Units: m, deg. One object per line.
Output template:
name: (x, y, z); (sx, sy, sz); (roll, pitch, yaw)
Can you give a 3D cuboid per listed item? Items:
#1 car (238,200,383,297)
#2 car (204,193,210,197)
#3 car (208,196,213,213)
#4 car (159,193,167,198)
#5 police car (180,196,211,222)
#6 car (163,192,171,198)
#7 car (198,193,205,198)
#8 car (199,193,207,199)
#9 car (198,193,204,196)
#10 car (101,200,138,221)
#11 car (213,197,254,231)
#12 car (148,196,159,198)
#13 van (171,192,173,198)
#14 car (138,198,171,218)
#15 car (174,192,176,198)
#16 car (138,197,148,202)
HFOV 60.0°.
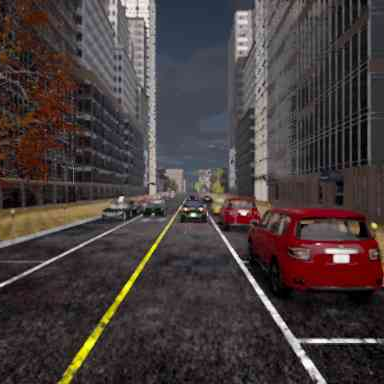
car: (2.696, 1.273, 8.392); (2.192, 1.841, 5.009); (0, 0, 0)
car: (2.702, 1.243, 59.622); (1.947, 1.339, 4.313); (0, 0, 0)
car: (2.698, 1.363, 31.331); (1.752, 1.417, 4.829); (0, 0, 0)
car: (-5.680, 1.261, 53.943); (2.008, 1.369, 4.403); (0, 0, 0)
police car: (0.103, 1.379, 25.417); (2.038, 1.542, 4.974); (0, 1, 0)
car: (-5.678, 1.188, 65.328); (1.887, 1.381, 4.507); (0, 0, 0)
car: (2.707, 1.052, 93.773); (1.802, 1.307, 4.206); (0, 0, 0)
car: (2.706, 0.981, 82.387); (1.967, 1.590, 4.097); (0, 0, 0)
car: (0.107, 1.213, 41.341); (2.033, 1.649, 4.856); (0, 1, 0)
car: (-5.683, 1.420, 25.482); (2.008, 1.369, 4.403); (0, 0, 0)
car: (2.698, 1.214, 19.776); (2.192, 1.841, 5.009); (0, 0, 0)
car: (-5.681, 1.357, 42.558); (1.802, 1.307, 4.206); (0, 0, 0)
van: (-5.676, 0.951, 71.019); (1.690, 1.788, 3.998); (0, 0, 0)
car: (-3.095, 1.453, 28.724); (1.895, 1.301, 4.718); (0, 0, 0)
car: (-5.673, 0.910, 93.787); (1.967, 1.590, 4.097); (0, 0, 0)
car: (-5.683, 1.405, 31.175); (1.947, 1.339, 4.313); (0, 0, 0)
